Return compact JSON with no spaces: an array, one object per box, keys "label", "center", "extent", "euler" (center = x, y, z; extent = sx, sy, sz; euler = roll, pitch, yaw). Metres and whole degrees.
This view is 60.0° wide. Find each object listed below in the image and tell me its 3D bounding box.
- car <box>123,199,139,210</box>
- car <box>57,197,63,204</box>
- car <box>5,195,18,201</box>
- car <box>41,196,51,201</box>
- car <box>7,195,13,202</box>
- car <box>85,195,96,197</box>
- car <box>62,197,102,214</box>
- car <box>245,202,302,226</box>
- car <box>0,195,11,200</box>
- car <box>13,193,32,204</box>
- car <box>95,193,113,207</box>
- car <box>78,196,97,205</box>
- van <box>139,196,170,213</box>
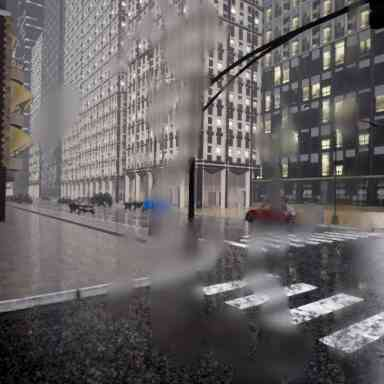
[{"label":"car","center":[-7.367,1.584,42.326],"extent":[2.008,1.369,4.403],"euler":[1,-1,-35]},{"label":"car","center":[-22.620,1.522,59.328],"extent":[1.994,1.385,4.181],"euler":[1,-1,-35]},{"label":"car","center":[-40.357,1.378,74.323],"extent":[2.008,1.369,4.403],"euler":[1,-1,-35]},{"label":"car","center":[-36.797,1.570,83.779],"extent":[1.802,1.307,4.206],"euler":[1,-1,-35]},{"label":"car","center":[-37.088,1.397,69.717],"extent":[1.947,1.339,4.313],"euler":[1,-1,-35]},{"label":"car","center":[-17.324,1.514,51.866],"extent":[2.033,1.411,5.357],"euler":[1,-1,-35]},{"label":"car","center":[-10.929,1.427,32.870],"extent":[2.008,1.369,4.403],"euler":[1,-1,-35]},{"label":"car","center":[5.715,1.504,23.904],"extent":[1.967,1.590,4.097],"euler":[1,-1,-35]},{"label":"car","center":[-46.802,1.365,83.399],"extent":[1.752,1.417,4.829],"euler":[1,-1,-35]},{"label":"car","center":[-30.545,1.155,60.508],"extent":[2.192,1.841,5.009],"euler":[1,-1,-35]},{"label":"car","center":[-14.513,1.255,53.121],"extent":[2.150,2.045,5.566],"euler":[1,-1,-35]},{"label":"car","center":[-18.520,1.525,58.824],"extent":[1.837,1.490,4.892],"euler":[1,-1,-35]},{"label":"van","center":[-4.093,1.381,37.722],"extent":[1.690,1.788,3.998],"euler":[1,-1,-35]}]
